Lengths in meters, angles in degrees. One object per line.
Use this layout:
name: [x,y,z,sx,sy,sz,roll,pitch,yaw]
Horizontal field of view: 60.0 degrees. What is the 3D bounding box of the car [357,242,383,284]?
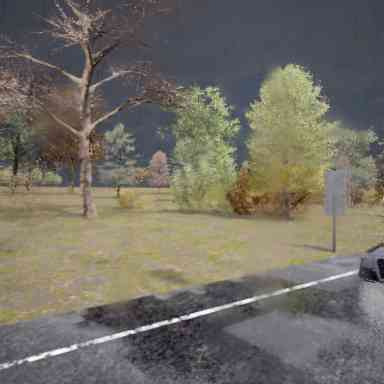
car: [5.982,1.544,8.258,4.181,1.385,1.994,0,0,-35]
